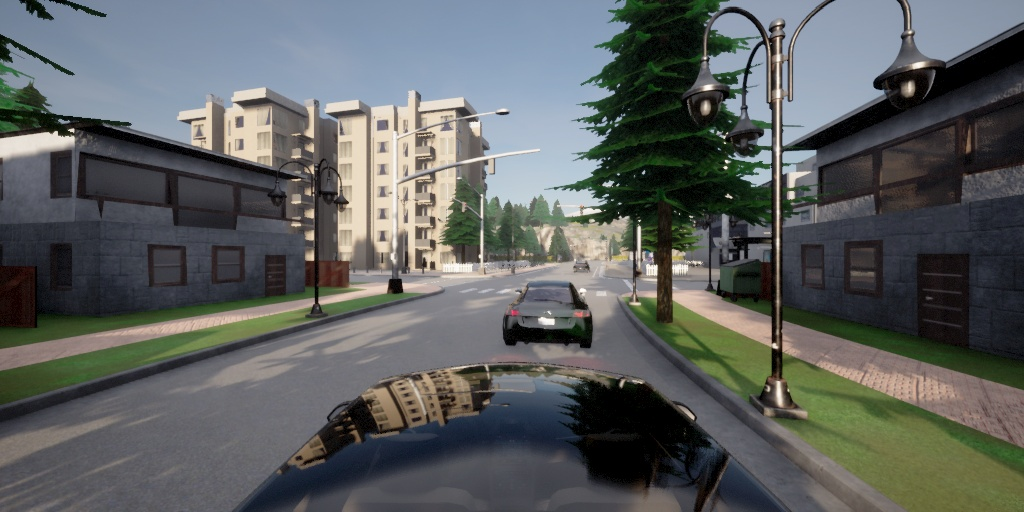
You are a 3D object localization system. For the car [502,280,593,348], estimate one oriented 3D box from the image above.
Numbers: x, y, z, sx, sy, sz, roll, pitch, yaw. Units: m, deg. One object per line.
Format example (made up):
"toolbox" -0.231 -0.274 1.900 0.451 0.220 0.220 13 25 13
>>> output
"car" 0.994 1.314 9.322 1.994 1.385 4.181 0 0 8

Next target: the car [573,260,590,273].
"car" 8.735 1.276 44.869 2.128 1.511 4.902 0 0 14
